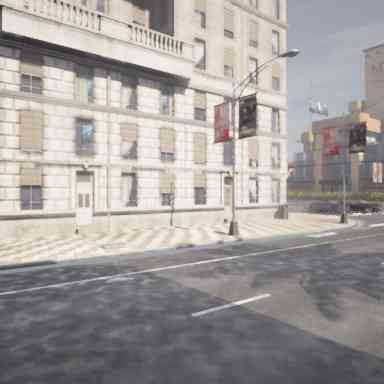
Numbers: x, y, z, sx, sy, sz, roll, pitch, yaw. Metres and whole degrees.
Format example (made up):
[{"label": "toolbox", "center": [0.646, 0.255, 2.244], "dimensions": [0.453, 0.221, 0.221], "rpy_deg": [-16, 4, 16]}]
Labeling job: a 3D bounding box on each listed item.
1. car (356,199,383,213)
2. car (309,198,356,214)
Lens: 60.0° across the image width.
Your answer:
[{"label": "car", "center": [18.132, 1.476, 36.541], "dimensions": [1.882, 1.535, 5.008], "rpy_deg": [0, 0, -38]}, {"label": "car", "center": [14.580, 1.563, 35.274], "dimensions": [1.994, 1.385, 4.181], "rpy_deg": [0, 0, -36]}]
